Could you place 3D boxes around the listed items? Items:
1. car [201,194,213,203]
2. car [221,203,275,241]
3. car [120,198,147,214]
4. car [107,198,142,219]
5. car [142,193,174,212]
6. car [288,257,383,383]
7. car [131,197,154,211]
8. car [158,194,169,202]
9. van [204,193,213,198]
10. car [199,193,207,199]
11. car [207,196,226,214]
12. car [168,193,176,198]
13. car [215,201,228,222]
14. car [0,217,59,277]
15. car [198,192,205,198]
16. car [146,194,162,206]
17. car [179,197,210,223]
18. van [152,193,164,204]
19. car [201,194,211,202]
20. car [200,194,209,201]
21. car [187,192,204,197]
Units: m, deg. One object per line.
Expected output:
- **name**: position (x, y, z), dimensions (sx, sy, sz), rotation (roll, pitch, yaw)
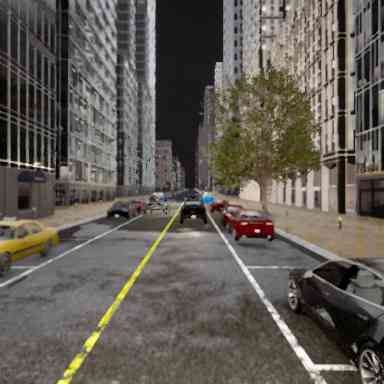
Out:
- **car**: position (2.708, 1.185, 61.364), dimensions (2.008, 1.369, 4.403), rotation (1, 0, 0)
- **car**: position (2.700, 1.460, 15.969), dimensions (1.887, 1.381, 4.507), rotation (1, 0, 0)
- **car**: position (-5.677, 1.363, 33.015), dimensions (1.887, 1.381, 4.507), rotation (1, 0, 0)
- **car**: position (-5.678, 1.418, 27.341), dimensions (1.947, 1.339, 4.313), rotation (1, 0, 0)
- **car**: position (-2.995, 1.014, 28.789), dimensions (2.097, 1.767, 4.553), rotation (0, 0, 0)
- **car**: position (2.698, 1.542, 4.620), dimensions (1.947, 1.339, 4.313), rotation (1, 0, 0)
- **car**: position (-5.676, 1.334, 38.693), dimensions (2.008, 1.369, 4.403), rotation (1, 0, 0)
- **car**: position (-5.672, 1.161, 67.068), dimensions (1.947, 1.339, 4.313), rotation (1, 0, 0)
- **van**: position (2.710, 1.014, 55.688), dimensions (1.690, 1.788, 3.998), rotation (1, 0, 0)
- **car**: position (2.712, 1.029, 83.410), dimensions (2.008, 1.369, 4.403), rotation (1, 0, 0)
- **car**: position (2.704, 1.363, 32.991), dimensions (1.887, 1.381, 4.507), rotation (1, 0, 0)
- **car**: position (-5.667, 0.975, 94.598), dimensions (1.802, 1.307, 4.206), rotation (1, 0, 0)
- **car**: position (2.701, 1.466, 21.642), dimensions (1.802, 1.307, 4.206), rotation (1, 0, 0)
- **car**: position (-5.681, 1.472, 10.145), dimensions (1.752, 1.417, 4.829), rotation (1, 0, 0)
- **car**: position (2.715, 0.833, 94.564), dimensions (1.967, 1.590, 4.097), rotation (1, 0, 0)
- **car**: position (-5.673, 1.150, 50.041), dimensions (1.967, 1.590, 4.097), rotation (1, 0, 0)
- **car**: position (0.106, 1.373, 24.202), dimensions (1.837, 1.490, 4.892), rotation (0, 0, 0)
- **van**: position (-5.671, 1.014, 55.716), dimensions (1.690, 1.788, 3.998), rotation (1, 0, 0)
- **car**: position (2.709, 1.177, 67.039), dimensions (1.802, 1.307, 4.206), rotation (1, 0, 0)
- **car**: position (2.710, 1.122, 72.711), dimensions (1.947, 1.339, 4.313), rotation (1, 0, 0)
- **car**: position (0.105, 1.119, 41.172), dimensions (2.097, 1.767, 4.553), rotation (0, 0, 0)
